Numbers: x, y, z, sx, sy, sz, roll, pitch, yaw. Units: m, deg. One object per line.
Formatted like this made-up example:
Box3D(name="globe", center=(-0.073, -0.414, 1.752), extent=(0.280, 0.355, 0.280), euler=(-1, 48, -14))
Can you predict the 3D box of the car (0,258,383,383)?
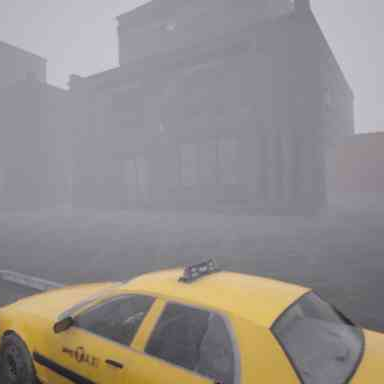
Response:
Box3D(name="car", center=(-0.159, 1.477, 3.448), extent=(5.366, 1.575, 1.946), euler=(0, 0, 36))
